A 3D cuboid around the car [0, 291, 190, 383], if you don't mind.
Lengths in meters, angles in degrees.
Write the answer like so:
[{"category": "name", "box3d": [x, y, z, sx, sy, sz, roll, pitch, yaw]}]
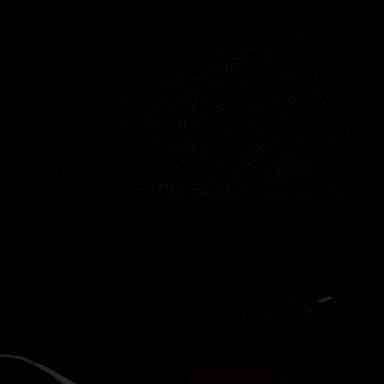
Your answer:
[{"category": "car", "box3d": [-2.268, 1.496, 1.732, 4.892, 1.490, 1.837, 1, 0, -35]}]
